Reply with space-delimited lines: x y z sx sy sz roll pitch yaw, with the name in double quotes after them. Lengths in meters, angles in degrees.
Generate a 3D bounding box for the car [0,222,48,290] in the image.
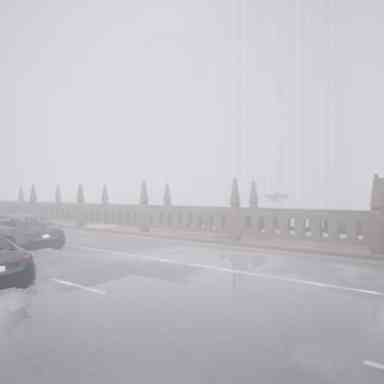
-5.637 1.573 8.022 4.181 1.385 1.994 0 0 36 "car"

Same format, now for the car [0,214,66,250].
-6.933 1.578 13.247 4.181 1.385 1.994 0 0 36 "car"
